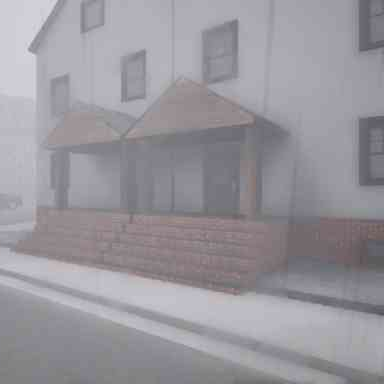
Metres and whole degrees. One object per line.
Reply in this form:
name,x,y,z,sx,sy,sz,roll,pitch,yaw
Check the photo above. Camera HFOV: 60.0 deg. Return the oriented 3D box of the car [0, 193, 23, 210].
car,-16.187,0.891,26.550,1.837,1.490,4.892,0,7,35
